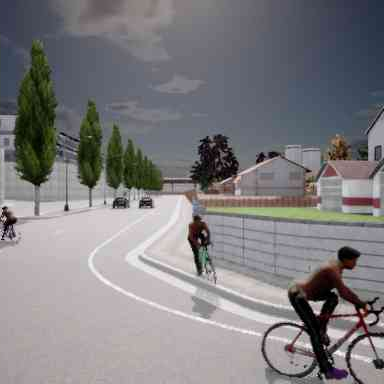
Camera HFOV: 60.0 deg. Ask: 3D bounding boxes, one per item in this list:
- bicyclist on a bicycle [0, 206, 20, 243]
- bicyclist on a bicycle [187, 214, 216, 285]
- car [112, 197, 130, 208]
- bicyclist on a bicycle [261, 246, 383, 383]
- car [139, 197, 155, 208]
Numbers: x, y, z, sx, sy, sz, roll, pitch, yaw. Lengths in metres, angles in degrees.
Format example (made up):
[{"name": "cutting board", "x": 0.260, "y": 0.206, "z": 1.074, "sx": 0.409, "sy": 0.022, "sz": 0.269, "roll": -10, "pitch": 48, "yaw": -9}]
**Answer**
[{"name": "bicyclist on a bicycle", "x": -8.239, "y": 1.453, "z": 14.861, "sx": 1.656, "sy": 1.620, "sz": 0.582, "roll": 0, "pitch": 0, "yaw": 26}, {"name": "bicyclist on a bicycle", "x": 0.209, "y": 1.327, "z": 8.029, "sx": 0.582, "sy": 1.620, "sz": 1.656, "roll": -12, "pitch": 8, "yaw": -15}, {"name": "car", "x": -9.963, "y": 1.505, "z": 47.033, "sx": 1.837, "sy": 1.490, "sz": 4.892, "roll": 0, "pitch": 0, "yaw": -1}, {"name": "bicyclist on a bicycle", "x": 1.647, "y": 1.452, "z": 3.887, "sx": 1.656, "sy": 1.620, "sz": 0.582, "roll": 0, "pitch": 0, "yaw": 18}, {"name": "car", "x": -6.467, "y": 1.505, "z": 47.538, "sx": 1.837, "sy": 1.490, "sz": 4.892, "roll": 0, "pitch": 0, "yaw": -2}]
